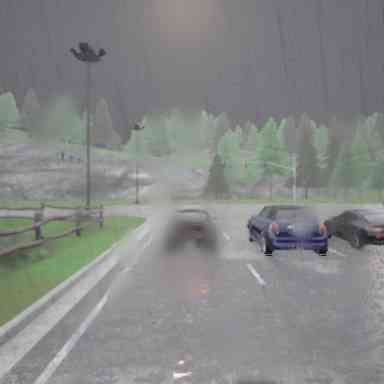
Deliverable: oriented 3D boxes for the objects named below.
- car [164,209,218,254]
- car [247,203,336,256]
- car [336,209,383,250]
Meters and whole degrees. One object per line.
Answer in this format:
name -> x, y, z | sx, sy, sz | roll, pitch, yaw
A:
car -> -0.024, 1.420, 13.025 | 1.837, 1.490, 4.892 | 0, 1, 0
car -> 3.477, 1.266, 12.929 | 2.097, 1.767, 4.553 | 0, 0, 0
car -> 6.978, 1.434, 13.693 | 1.812, 1.442, 4.674 | 0, 1, 0
